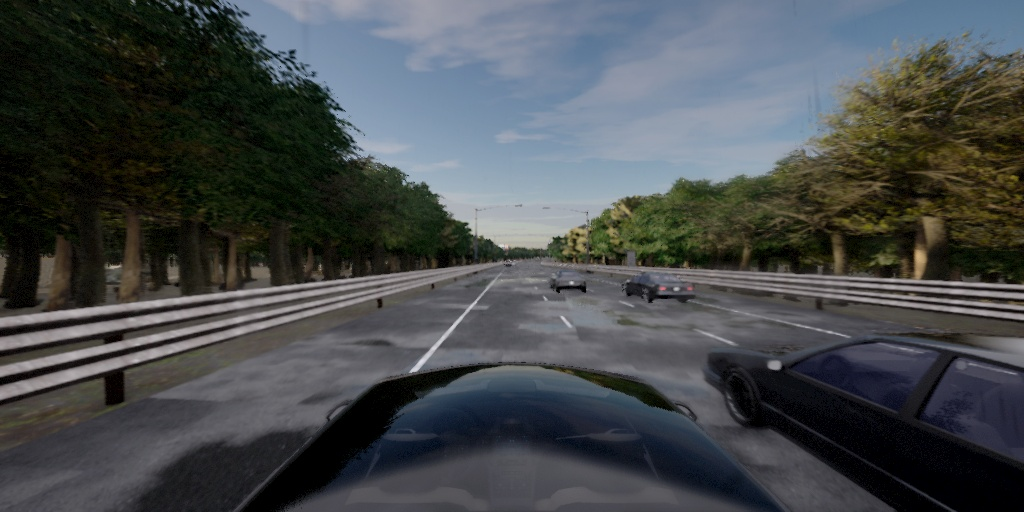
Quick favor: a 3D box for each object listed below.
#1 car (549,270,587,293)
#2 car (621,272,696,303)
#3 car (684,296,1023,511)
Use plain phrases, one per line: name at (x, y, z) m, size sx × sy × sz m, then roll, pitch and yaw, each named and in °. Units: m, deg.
car at (3.595, 1.607, 23.595) m, size 1.994 × 1.385 × 4.181 m, roll 0°, pitch -1°, yaw 0°
car at (7.097, 1.514, 17.982) m, size 2.033 × 1.411 × 5.357 m, roll 0°, pitch -1°, yaw 0°
car at (3.599, 1.311, 2.635) m, size 2.033 × 1.411 × 5.357 m, roll 0°, pitch -1°, yaw 0°
